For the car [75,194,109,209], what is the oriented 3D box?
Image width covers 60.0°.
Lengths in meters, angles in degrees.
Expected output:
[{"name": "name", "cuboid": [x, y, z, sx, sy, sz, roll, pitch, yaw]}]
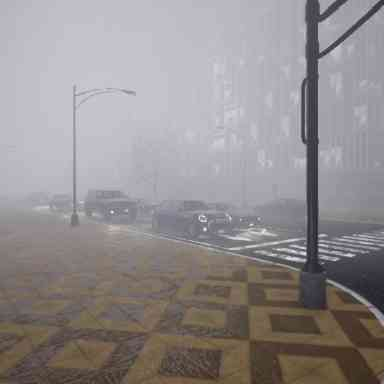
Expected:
[{"name": "car", "cuboid": [-10.603, 0.945, 35.101, 1.994, 1.385, 4.181, 0, 1, -38]}]

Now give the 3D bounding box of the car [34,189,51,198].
[{"name": "car", "cuboid": [-28.616, 0.236, 63.588, 1.882, 1.535, 5.008, 0, 1, -38]}]

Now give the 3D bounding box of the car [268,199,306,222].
[{"name": "car", "cuboid": [6.515, 1.217, 24.151, 2.128, 1.511, 4.902, 0, 1, -38]}]

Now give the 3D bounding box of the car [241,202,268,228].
[{"name": "car", "cuboid": [1.586, 1.289, 19.691, 2.033, 1.411, 5.357, 0, 1, -36]}]

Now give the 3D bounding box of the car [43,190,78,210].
[{"name": "car", "cuboid": [-12.367, 0.900, 32.082, 2.128, 1.511, 4.902, 0, 1, -38]}]

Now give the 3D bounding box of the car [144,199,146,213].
[{"name": "car", "cuboid": [-4.394, 1.166, 27.207, 1.895, 1.301, 4.718, 0, 1, -38]}]

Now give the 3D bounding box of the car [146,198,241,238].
[{"name": "car", "cuboid": [-0.074, 1.124, 16.496, 2.097, 1.767, 4.553, 0, 1, -38]}]

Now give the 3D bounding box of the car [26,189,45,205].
[{"name": "car", "cuboid": [-18.740, 0.710, 40.255, 2.128, 1.511, 4.902, 0, 1, -37]}]

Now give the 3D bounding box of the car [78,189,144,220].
[{"name": "car", "cuboid": [-5.979, 0.819, 23.968, 2.150, 2.045, 5.566, 0, 1, -38]}]
